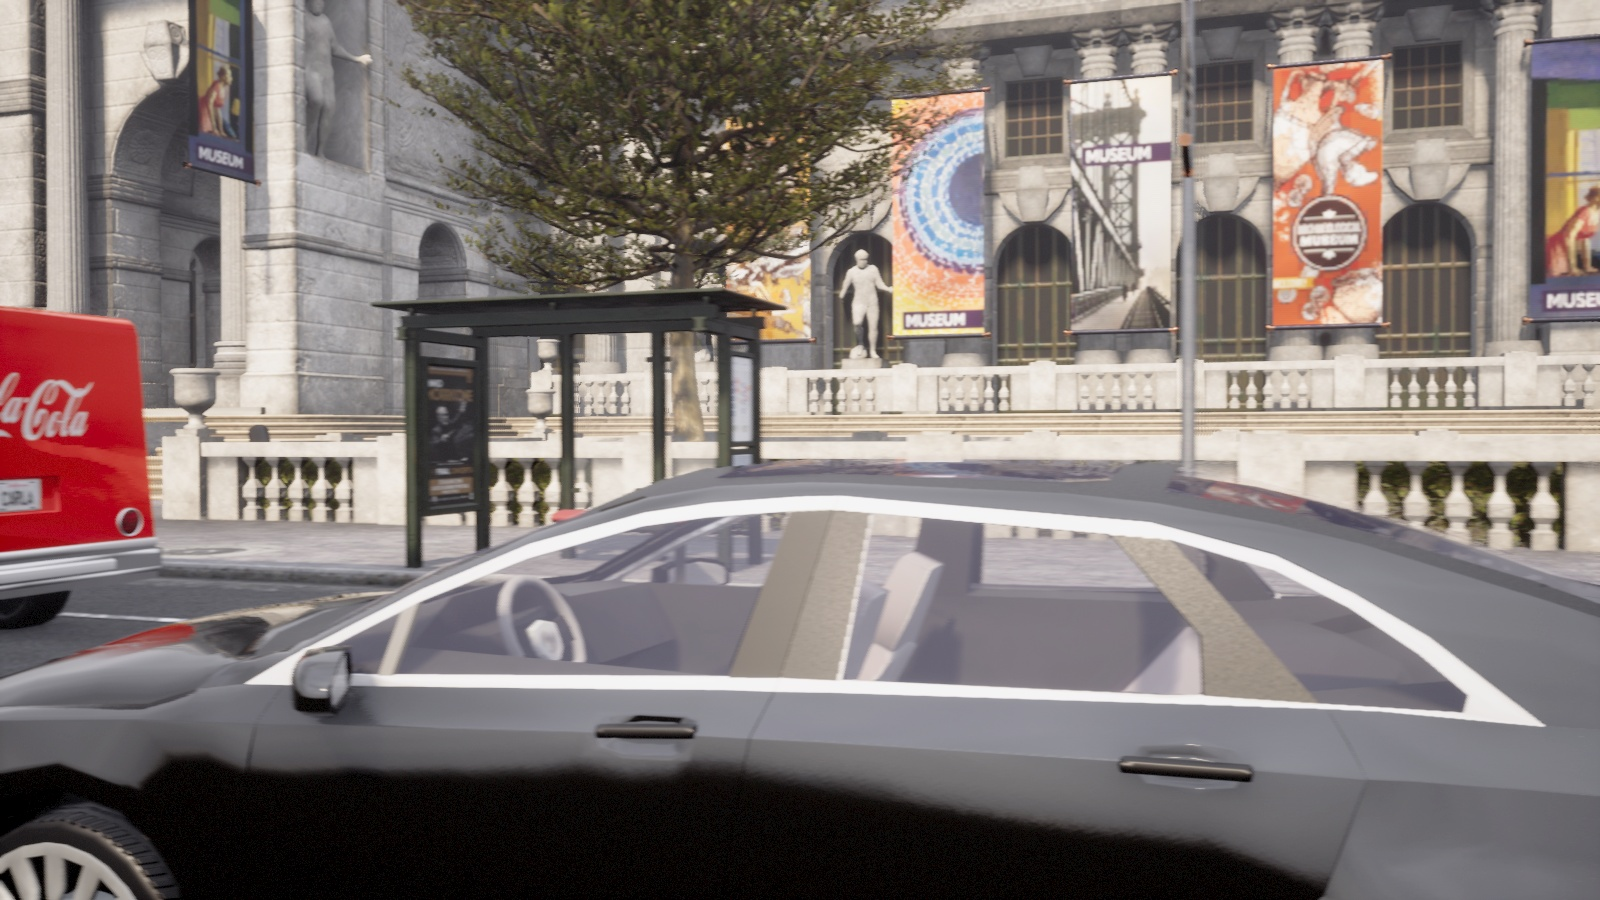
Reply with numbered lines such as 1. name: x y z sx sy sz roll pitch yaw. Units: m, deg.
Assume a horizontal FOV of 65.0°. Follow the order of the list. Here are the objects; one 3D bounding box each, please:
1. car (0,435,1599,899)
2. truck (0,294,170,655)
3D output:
1. car: -0.062 0.731 3.224 4.902 1.511 2.128 1 1 18
2. truck: -7.885 0.154 9.535 5.204 2.467 2.627 0 1 18
